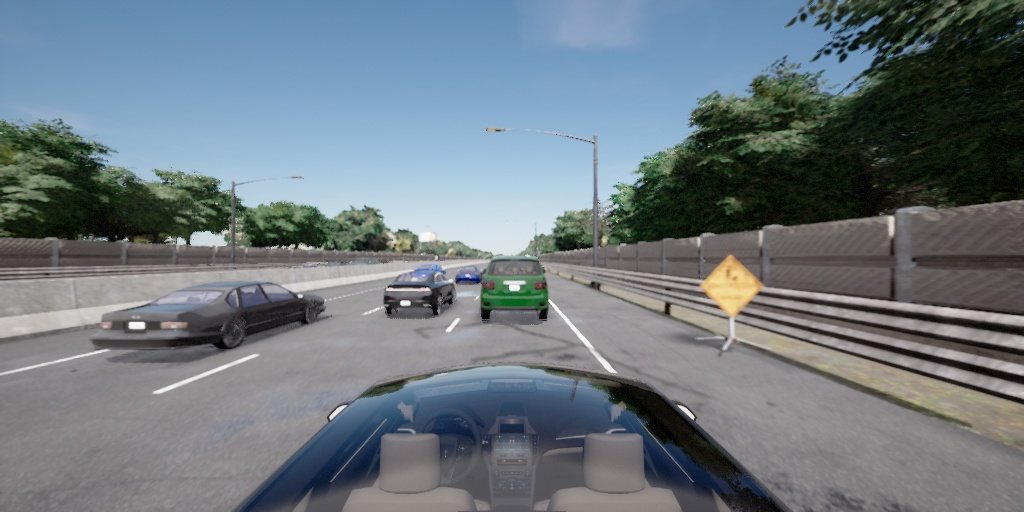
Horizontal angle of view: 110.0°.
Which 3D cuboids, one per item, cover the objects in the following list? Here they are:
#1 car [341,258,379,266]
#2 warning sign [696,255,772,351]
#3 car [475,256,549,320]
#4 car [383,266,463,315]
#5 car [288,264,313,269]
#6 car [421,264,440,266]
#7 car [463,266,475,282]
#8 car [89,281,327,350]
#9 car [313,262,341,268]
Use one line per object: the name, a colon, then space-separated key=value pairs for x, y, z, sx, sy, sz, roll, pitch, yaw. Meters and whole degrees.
car: x=-17.587 y=1.212 z=42.528 sx=2.150 sy=2.045 sz=5.566 roll=0 pitch=0 yaw=0
warning sign: x=4.551 y=0.902 z=7.430 sx=1.300 sy=1.860 sz=1.060 roll=0 pitch=0 yaw=0
car: x=0.086 y=1.042 z=13.113 sx=2.150 sy=2.045 sz=5.566 roll=0 pitch=0 yaw=0
car: x=-3.414 y=1.318 z=13.939 sx=2.128 sy=1.511 sz=4.902 roll=0 pitch=0 yaw=0
car: x=-24.582 y=1.593 z=42.858 sx=1.895 sy=1.301 sz=4.718 roll=0 pitch=0 yaw=0
car: x=-6.908 y=1.402 z=30.774 sx=1.882 sy=1.535 sz=5.008 roll=0 pitch=0 yaw=0
car: x=-3.410 y=1.482 z=29.570 sx=1.994 sy=1.385 sz=4.181 roll=0 pitch=0 yaw=0
car: x=-6.935 y=1.345 z=9.156 sx=2.033 sy=1.411 sz=5.357 roll=0 pitch=0 yaw=0
car: x=-21.083 y=1.496 z=42.620 sx=1.837 sy=1.490 sz=4.892 roll=0 pitch=0 yaw=0
